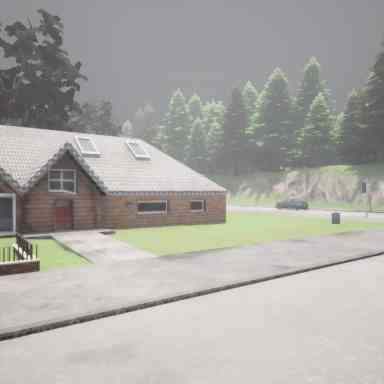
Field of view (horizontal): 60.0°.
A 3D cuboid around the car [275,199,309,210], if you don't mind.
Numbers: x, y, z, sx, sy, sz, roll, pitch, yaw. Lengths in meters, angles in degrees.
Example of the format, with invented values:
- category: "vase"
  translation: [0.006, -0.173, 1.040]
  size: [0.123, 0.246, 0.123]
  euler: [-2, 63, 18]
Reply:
- category: "car"
  translation: [12.698, 1.564, 42.393]
  size: [1.994, 1.385, 4.181]
  euler: [0, 0, -35]
